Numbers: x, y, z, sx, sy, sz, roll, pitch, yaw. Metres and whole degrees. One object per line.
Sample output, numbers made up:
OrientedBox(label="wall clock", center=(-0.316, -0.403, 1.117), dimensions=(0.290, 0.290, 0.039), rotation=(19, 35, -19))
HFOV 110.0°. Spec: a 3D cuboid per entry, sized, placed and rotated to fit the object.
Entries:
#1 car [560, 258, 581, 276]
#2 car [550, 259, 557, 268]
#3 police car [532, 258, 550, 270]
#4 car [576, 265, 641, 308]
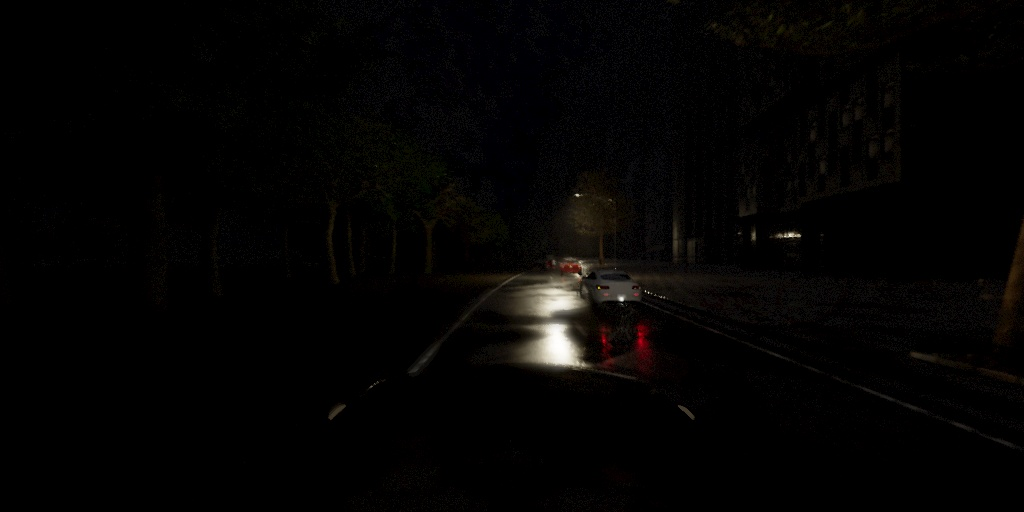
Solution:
OrientedBox(label="car", center=(6.141, 1.100, 37.469), dimensions=(2.097, 1.767, 4.553), rotation=(0, 0, 8))
OrientedBox(label="car", center=(6.309, 1.232, 63.844), dimensions=(1.882, 1.535, 5.008), rotation=(0, 0, 13))
OrientedBox(label="police car", center=(4.200, 1.183, 54.209), dimensions=(1.930, 1.638, 5.238), rotation=(0, 0, 11))
OrientedBox(label="car", center=(3.989, 1.273, 14.982), dimensions=(1.812, 1.442, 4.674), rotation=(0, 0, 3))
